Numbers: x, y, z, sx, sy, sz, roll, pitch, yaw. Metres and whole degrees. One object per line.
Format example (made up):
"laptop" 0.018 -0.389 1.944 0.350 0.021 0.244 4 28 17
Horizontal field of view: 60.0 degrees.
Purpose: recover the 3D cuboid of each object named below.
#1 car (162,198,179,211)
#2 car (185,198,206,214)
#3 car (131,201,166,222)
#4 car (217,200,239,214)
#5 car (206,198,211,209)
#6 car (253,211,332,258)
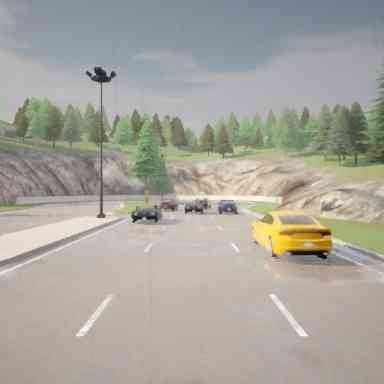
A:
"car" -2.833 1.525 40.939 1.812 1.442 4.674 0 0 6
"car" 0.254 1.600 35.350 1.895 1.301 4.718 0 0 2
"car" -3.406 1.600 25.974 1.895 1.301 4.718 0 0 0
"car" 3.726 1.525 35.047 1.812 1.442 4.674 0 0 2
"car" 1.384 1.491 44.549 2.128 1.511 4.902 0 0 12
"car" 3.597 1.477 12.761 1.882 1.535 5.008 0 0 0
